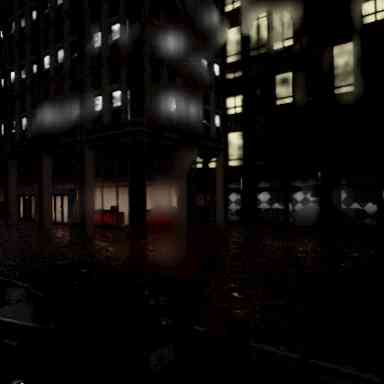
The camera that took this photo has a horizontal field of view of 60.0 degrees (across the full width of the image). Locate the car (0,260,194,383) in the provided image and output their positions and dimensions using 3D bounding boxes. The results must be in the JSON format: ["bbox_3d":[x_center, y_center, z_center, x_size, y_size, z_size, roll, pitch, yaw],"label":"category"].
[{"bbox_3d":[-1.972,1.576,4.300,4.313,1.339,1.947,0,-1,36],"label":"car"}]
